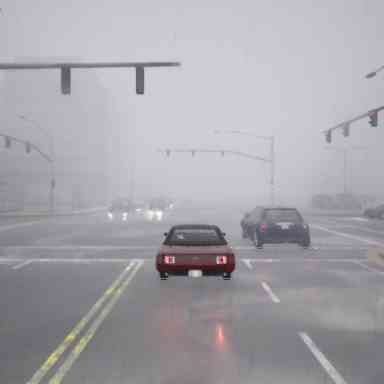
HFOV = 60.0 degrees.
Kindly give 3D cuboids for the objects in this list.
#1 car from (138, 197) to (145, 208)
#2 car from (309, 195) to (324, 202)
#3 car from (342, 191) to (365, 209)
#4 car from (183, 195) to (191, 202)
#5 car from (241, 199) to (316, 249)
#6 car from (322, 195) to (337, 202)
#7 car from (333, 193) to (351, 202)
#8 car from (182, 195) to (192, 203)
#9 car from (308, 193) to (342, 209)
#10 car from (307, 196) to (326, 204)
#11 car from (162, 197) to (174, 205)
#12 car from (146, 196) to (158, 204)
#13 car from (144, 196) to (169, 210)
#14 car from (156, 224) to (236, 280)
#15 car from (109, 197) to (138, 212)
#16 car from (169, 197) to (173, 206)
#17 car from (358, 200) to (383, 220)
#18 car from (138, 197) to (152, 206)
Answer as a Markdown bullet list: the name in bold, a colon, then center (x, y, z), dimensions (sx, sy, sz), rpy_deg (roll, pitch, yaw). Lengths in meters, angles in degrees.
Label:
- **car**: center (-8.034, 1.497, 47.721), dimensions (1.882, 1.535, 5.008), rpy_deg (0, 0, 0)
- **car**: center (27.914, 1.426, 74.470), dimensions (1.970, 1.475, 3.806), rpy_deg (0, 0, 0)
- **car**: center (19.538, 1.173, 41.876), dimensions (1.905, 1.878, 3.866), rpy_deg (0, 0, 0)
- **car**: center (-1.157, 1.511, 80.431), dimensions (1.882, 1.535, 5.008), rpy_deg (0, 0, 0)
- **car**: center (3.506, 1.357, 14.782), dimensions (2.097, 1.767, 4.553), rpy_deg (0, 0, -1)
- **car**: center (30.809, 1.394, 74.478), dimensions (1.784, 1.438, 3.905), rpy_deg (0, 0, 0)
- **car**: center (33.492, 1.184, 74.537), dimensions (1.932, 1.855, 4.605), rpy_deg (0, 0, 0)
- **car**: center (-1.090, 1.553, 70.234), dimensions (1.812, 1.442, 4.674), rpy_deg (0, 0, 0)
- **car**: center (16.643, 1.170, 41.922), dimensions (1.932, 1.855, 4.605), rpy_deg (0, 0, 0)
- **car**: center (22.191, 1.420, 59.351), dimensions (1.970, 1.475, 3.806), rpy_deg (0, 0, 0)
- **car**: center (-4.545, 1.627, 62.512), dimensions (1.895, 1.301, 4.718), rpy_deg (0, 0, 0)
- **car**: center (-8.074, 1.590, 67.740), dimensions (1.994, 1.385, 4.181), rpy_deg (0, 0, 0)
- **car**: center (-4.511, 1.509, 43.315), dimensions (2.128, 1.511, 4.902), rpy_deg (0, 0, 0)
- **car**: center (0.087, 1.605, 9.952), dimensions (1.895, 1.301, 4.718), rpy_deg (0, 0, 0)
- **car**: center (-8.048, 1.368, 38.551), dimensions (2.097, 1.767, 4.553), rpy_deg (0, 0, 2)
- **car**: center (-4.553, 1.374, 52.357), dimensions (2.097, 1.767, 4.553), rpy_deg (0, 0, 0)
- **car**: center (16.668, 1.575, 27.690), dimensions (4.181, 1.385, 1.994), rpy_deg (0, 0, 1)
- **car**: center (-8.051, 1.550, 57.727), dimensions (1.812, 1.442, 4.674), rpy_deg (0, 0, 0)
